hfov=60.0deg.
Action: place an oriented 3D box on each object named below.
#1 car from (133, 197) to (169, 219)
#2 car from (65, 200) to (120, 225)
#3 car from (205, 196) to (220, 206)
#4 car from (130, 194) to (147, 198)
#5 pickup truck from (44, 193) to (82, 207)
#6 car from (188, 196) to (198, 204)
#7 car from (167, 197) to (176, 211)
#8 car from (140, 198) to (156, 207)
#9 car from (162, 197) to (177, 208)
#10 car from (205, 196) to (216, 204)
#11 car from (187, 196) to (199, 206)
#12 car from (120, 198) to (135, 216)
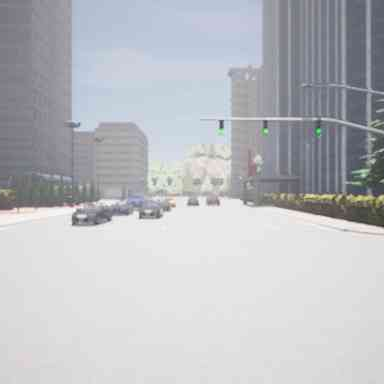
[{"bbox_3d":[-3.619,1.529,30.011,2.128,1.511,4.902,0,0,0],"label":"car"},{"bbox_3d":[-7.214,1.524,24.422,2.128,1.511,4.902,0,0,2],"label":"car"},{"bbox_3d":[3.623,1.417,56.379,2.097,1.767,4.553,0,0,0],"label":"car"},{"bbox_3d":[-6.994,1.276,42.815,2.150,2.045,5.566,0,0,1],"label":"car"},{"bbox_3d":[-20.027,1.130,51.441,2.390,2.098,6.274,0,0,31],"label":"pickup truck"},{"bbox_3d":[0.183,1.582,66.628,1.837,1.490,4.892,0,0,0],"label":"car"},{"bbox_3d":[-3.529,1.541,40.267,2.128,1.511,4.902,0,0,1],"label":"car"},{"bbox_3d":[-6.897,1.630,52.797,1.994,1.385,4.181,0,0,0],"label":"car"},{"bbox_3d":[-3.410,1.539,50.575,1.882,1.535,5.008,0,0,0],"label":"car"},{"bbox_3d":[3.683,1.549,66.660,1.882,1.535,5.008,0,0,0],"label":"car"},{"bbox_3d":[0.209,1.629,55.127,1.994,1.385,4.181,0,0,1],"label":"car"},{"bbox_3d":[-7.095,1.607,33.332,1.994,1.385,4.181,0,0,0],"label":"car"}]
